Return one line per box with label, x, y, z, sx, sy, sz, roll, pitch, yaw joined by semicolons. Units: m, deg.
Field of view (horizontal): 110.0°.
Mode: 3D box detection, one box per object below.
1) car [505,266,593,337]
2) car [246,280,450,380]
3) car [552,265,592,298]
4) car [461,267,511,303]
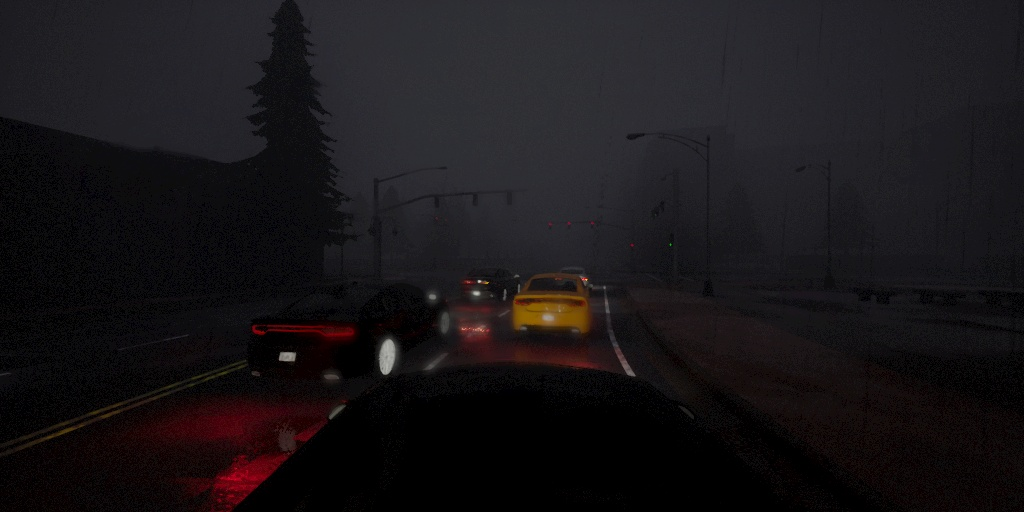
car;1.301;1.228;10.398;1.882;1.535;5.008;0;0;11
car;-2.764;1.228;7.368;1.882;1.535;5.008;0;0;7
car;3.370;1.274;19.428;1.812;1.442;4.674;0;0;14
car;-0.859;1.255;16.672;1.837;1.490;4.892;0;0;13
